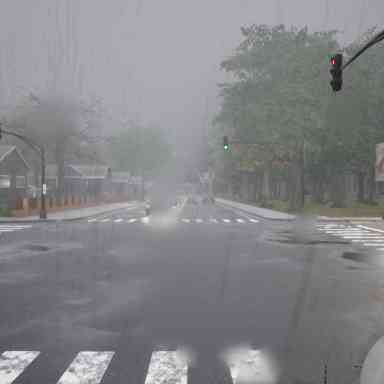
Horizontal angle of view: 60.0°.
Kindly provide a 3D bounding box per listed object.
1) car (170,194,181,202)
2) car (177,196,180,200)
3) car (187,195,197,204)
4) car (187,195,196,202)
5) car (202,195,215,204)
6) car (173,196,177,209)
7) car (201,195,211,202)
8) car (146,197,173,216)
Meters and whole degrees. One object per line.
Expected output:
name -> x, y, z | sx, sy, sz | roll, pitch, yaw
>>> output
car -> -3.317, 1.173, 68.355 | 2.128, 1.511, 4.902 | 0, 0, 0
car -> -3.336, 1.491, 53.163 | 2.128, 1.511, 4.902 | 0, 0, 0
car -> -0.048, 1.543, 63.780 | 2.033, 1.411, 5.357 | 0, 0, 0
car -> -0.092, 1.418, 74.234 | 1.895, 1.301, 4.718 | 0, 0, 0
car -> 3.200, 1.347, 64.181 | 2.097, 1.767, 4.553 | 0, 0, 0
car -> -3.294, 1.505, 42.734 | 1.837, 1.490, 4.892 | 0, 0, 0
car -> 3.157, 1.362, 74.217 | 2.033, 1.411, 5.357 | 0, 0, 0
car -> -3.253, 1.351, 32.574 | 2.097, 1.767, 4.553 | 0, 0, 0
